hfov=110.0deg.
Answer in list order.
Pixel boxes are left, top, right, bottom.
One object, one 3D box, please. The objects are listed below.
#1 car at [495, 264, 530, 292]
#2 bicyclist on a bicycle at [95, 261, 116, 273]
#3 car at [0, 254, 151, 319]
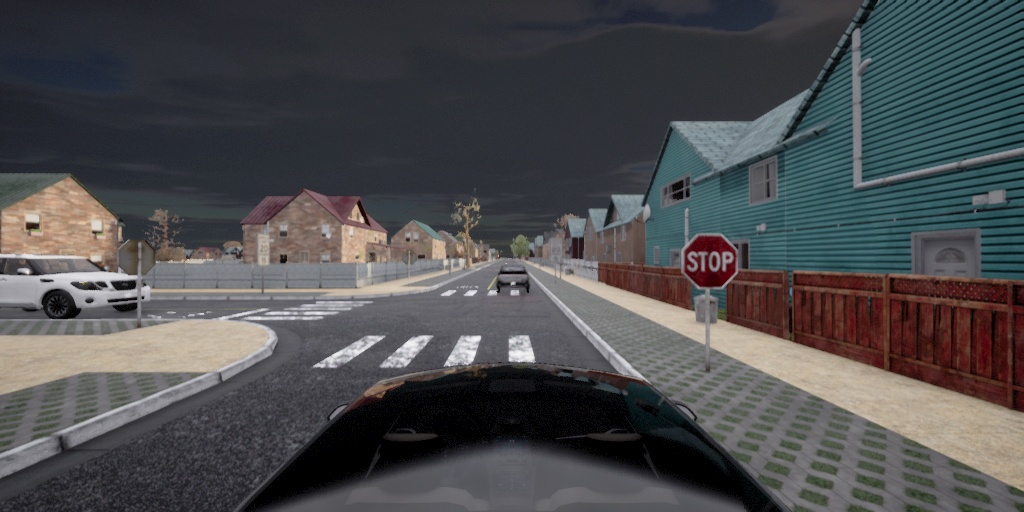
[{"bbox_3d":[0.056,1.232,21.199,2.128,1.511,4.902,0,0,0],"label":"car"},{"bbox_3d":[-20.248,1.086,17.716,0.582,1.620,1.656,0,0,-1],"label":"bicyclist on a bicycle"},{"bbox_3d":[-15.526,0.947,11.902,5.566,2.045,2.150,0,-1,-1],"label":"car"}]
